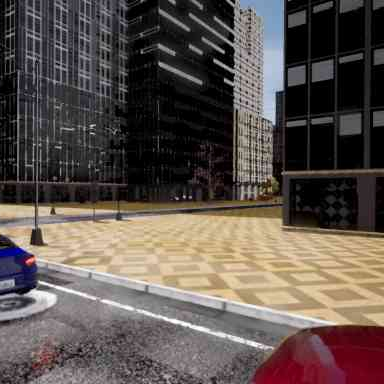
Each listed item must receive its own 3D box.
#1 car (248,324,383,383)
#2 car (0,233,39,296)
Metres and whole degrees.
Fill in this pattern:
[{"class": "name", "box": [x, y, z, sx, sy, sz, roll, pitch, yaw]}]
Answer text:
[{"class": "car", "box": [2.351, 1.564, 2.000, 4.181, 1.385, 1.994, 0, 0, 35]}, {"class": "car", "box": [-5.252, 1.522, 7.427, 4.674, 1.442, 1.812, 0, 0, 36]}]
